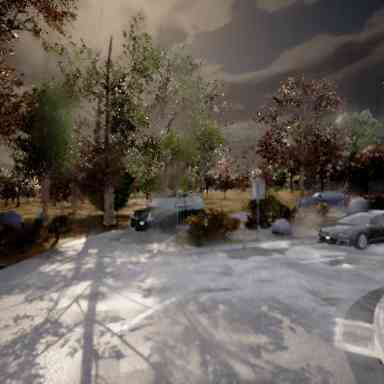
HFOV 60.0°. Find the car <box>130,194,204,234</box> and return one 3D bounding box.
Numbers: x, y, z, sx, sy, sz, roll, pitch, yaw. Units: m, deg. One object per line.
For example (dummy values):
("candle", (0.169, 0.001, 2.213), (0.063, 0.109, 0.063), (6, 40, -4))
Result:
("car", (-1.216, 1.186, 19.778), (2.150, 2.045, 5.566), (0, 2, 31))

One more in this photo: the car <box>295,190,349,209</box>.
("car", (11.251, 0.619, 28.925), (4.674, 1.442, 1.812), (-4, 0, -9))

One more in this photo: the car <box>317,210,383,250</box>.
("car", (7.825, 1.610, 14.862), (4.892, 1.490, 1.837), (-1, 0, -25))
